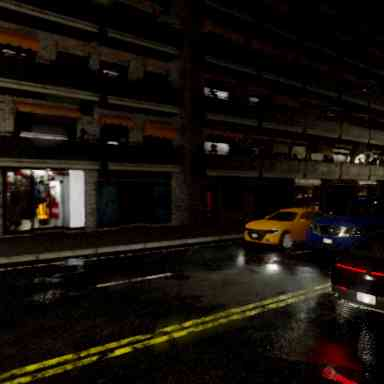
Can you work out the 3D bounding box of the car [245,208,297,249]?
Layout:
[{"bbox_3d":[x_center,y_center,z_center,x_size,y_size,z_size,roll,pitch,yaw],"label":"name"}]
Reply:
[{"bbox_3d":[4.542,1.482,14.782,5.008,1.535,1.882,0,0,-35],"label":"car"}]

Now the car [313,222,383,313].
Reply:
[{"bbox_3d":[4.842,1.505,6.889,4.892,1.490,1.837,0,0,-35],"label":"car"}]

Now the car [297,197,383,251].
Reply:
[{"bbox_3d":[6.597,1.219,12.252,5.566,2.045,2.150,0,0,-35],"label":"car"}]
